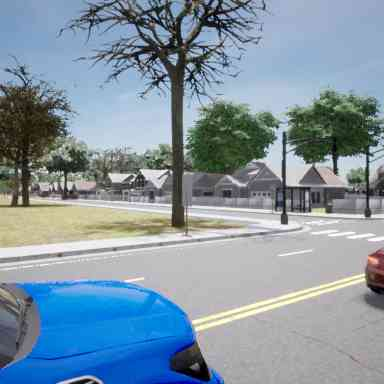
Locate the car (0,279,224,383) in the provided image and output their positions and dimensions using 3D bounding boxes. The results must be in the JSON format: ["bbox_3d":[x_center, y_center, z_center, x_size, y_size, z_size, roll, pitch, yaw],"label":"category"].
[{"bbox_3d":[-2.399,1.222,1.730,5.566,2.045,2.150,0,0,-36],"label":"car"}]

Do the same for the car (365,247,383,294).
[{"bbox_3d":[5.677,1.525,7.464,4.674,1.442,1.812,0,0,-36],"label":"car"}]
